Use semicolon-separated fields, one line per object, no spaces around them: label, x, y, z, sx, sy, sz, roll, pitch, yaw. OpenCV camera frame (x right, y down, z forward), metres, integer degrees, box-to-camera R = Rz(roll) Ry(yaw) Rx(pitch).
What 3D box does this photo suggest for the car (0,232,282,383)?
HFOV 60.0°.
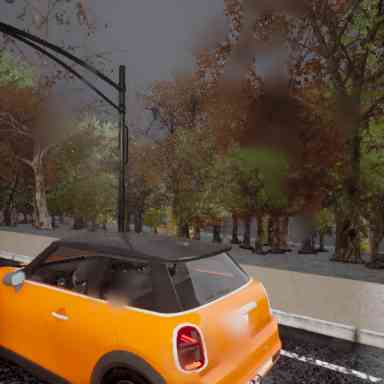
car;-1.231;1.351;4.574;4.553;1.767;2.097;0;0;36
